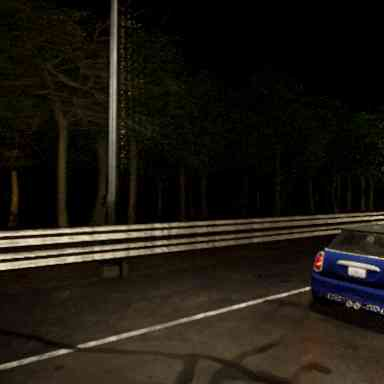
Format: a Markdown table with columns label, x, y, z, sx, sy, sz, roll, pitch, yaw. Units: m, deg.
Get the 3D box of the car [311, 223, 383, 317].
| label | x | y | z | sx | sy | sz | roll | pitch | yaw |
| --- | --- | --- | --- | --- | --- | --- | --- | --- | --- |
| car | 4.607 | 1.440 | 7.036 | 4.553 | 1.767 | 2.097 | 1 | 0 | -36 |
